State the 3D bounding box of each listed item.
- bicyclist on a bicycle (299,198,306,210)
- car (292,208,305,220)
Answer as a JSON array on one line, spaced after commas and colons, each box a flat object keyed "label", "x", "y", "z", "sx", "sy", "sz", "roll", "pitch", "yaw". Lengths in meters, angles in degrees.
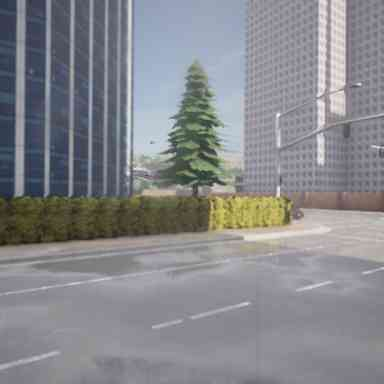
[{"label": "bicyclist on a bicycle", "x": 15.546, "y": 1.671, "z": 46.798, "sx": 1.656, "sy": 1.620, "sz": 0.582, "roll": 0, "pitch": 0, "yaw": -35}, {"label": "car", "x": 8.133, "y": 1.789, "z": 30.438, "sx": 1.994, "sy": 1.385, "sz": 4.181, "roll": 1, "pitch": 0, "yaw": -35}]
